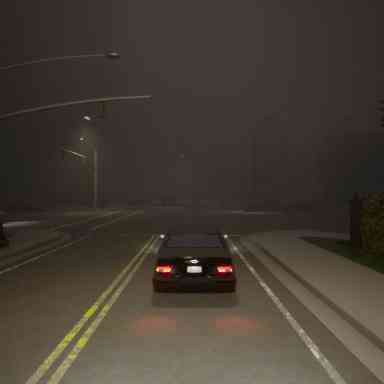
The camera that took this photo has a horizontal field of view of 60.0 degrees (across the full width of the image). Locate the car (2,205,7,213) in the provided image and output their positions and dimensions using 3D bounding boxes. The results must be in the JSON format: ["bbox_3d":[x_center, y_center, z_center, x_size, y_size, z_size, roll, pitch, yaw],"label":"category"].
[{"bbox_3d":[-16.708,1.612,24.296,4.892,1.490,1.837,-1,0,-1],"label":"car"}]

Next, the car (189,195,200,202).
[{"bbox_3d":[0.552,1.527,78.989,2.033,1.411,5.357,0,0,12],"label":"car"}]

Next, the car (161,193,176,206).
[{"bbox_3d":[-3.721,1.221,53.992,2.150,2.045,5.566,0,0,0],"label":"car"}]

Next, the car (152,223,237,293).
[{"bbox_3d":[0.053,1.547,8.959,2.033,1.411,5.357,0,0,0],"label":"car"}]

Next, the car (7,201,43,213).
[{"bbox_3d":[-19.577,1.710,38.465,4.181,1.385,1.994,-1,0,-1],"label":"car"}]

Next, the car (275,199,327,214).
[{"bbox_3d":[11.777,1.486,35.290,4.902,1.511,2.128,0,0,0],"label":"car"}]

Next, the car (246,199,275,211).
[{"bbox_3d":[8.726,1.525,38.986,4.674,1.442,1.812,0,0,4],"label":"car"}]
